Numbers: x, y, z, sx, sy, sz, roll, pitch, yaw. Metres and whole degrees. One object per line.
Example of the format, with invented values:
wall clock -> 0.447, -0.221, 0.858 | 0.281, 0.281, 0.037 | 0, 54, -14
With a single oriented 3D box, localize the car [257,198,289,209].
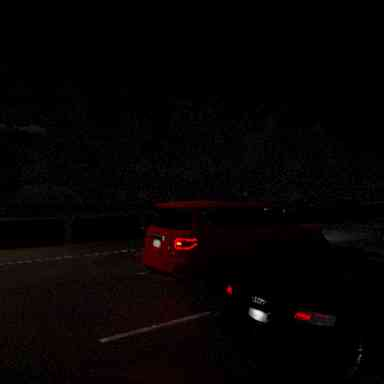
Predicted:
car -> 11.347, 1.549, 46.459 | 4.181, 1.385, 1.994 | 0, 0, -35

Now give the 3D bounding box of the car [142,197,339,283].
car -> 1.378, 1.252, 9.042 | 5.566, 2.045, 2.150 | 0, 0, -36

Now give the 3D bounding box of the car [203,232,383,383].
car -> 2.495, 1.590, 5.526 | 4.181, 1.385, 1.994 | 0, 0, -35

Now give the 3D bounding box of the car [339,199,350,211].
car -> 15.755, 1.500, 36.715 | 4.892, 1.490, 1.837 | 0, 0, -35

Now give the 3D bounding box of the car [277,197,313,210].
car -> 13.658, 1.461, 43.817 | 5.008, 1.535, 1.882 | 0, 0, -35

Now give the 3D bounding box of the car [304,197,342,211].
car -> 16.331, 1.470, 41.421 | 4.902, 1.511, 2.128 | 0, 0, -35

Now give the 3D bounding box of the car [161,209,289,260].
car -> 1.432, 1.529, 13.365 | 4.902, 1.511, 2.128 | 0, 0, -36
